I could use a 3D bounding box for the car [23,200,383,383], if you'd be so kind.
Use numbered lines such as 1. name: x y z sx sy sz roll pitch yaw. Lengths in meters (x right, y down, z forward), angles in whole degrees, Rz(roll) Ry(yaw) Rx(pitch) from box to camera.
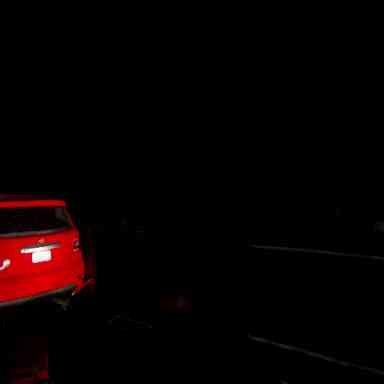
1. car: 1.256 1.218 2.489 5.566 2.045 2.150 2 1 36

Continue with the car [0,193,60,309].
1. car: -4.577 1.019 6.638 5.566 2.045 2.150 2 1 33
